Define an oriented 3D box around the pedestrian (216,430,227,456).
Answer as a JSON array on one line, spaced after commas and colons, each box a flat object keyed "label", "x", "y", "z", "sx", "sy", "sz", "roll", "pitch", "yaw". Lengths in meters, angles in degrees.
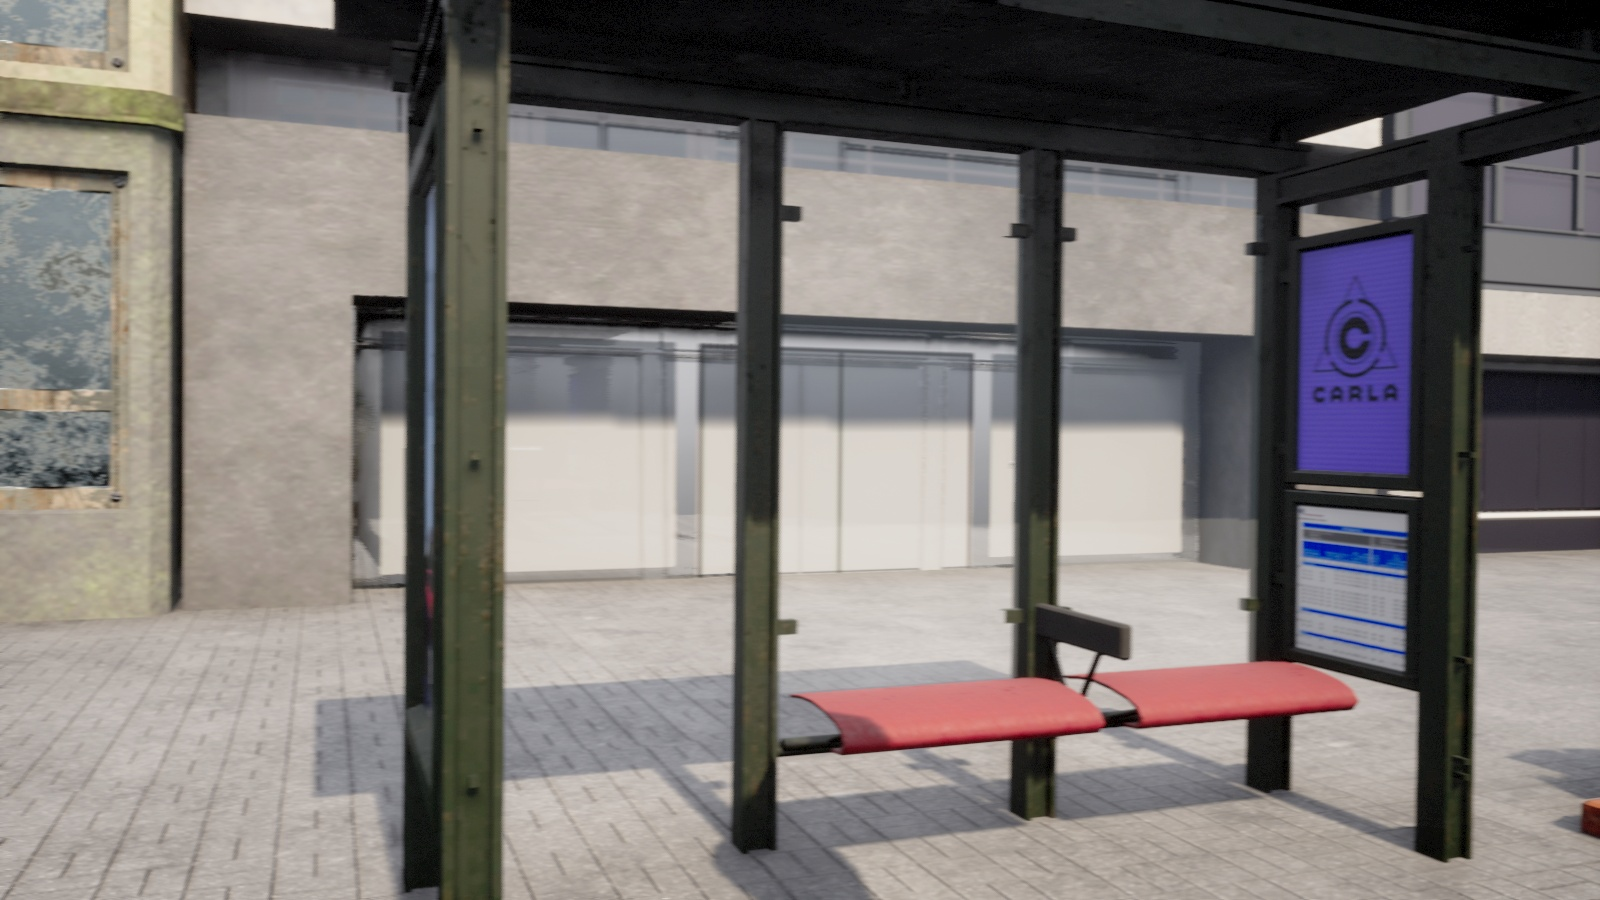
[{"label": "pedestrian", "x": -39.972, "y": -0.481, "z": 86.781, "sx": 0.594, "sy": 1.836, "sz": 0.345, "roll": -1, "pitch": 1, "yaw": -13}]
